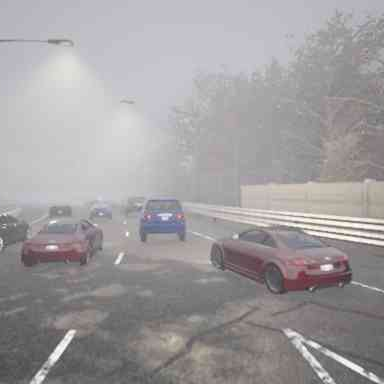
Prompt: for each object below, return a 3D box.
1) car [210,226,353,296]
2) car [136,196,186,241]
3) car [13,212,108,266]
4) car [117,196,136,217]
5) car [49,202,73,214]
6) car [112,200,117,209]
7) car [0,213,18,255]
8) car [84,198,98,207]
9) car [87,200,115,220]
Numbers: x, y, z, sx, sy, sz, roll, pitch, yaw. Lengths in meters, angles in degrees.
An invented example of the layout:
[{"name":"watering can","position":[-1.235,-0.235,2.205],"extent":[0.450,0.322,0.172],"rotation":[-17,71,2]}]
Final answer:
[{"name":"car","position":[2.127,1.618,9.026],"extent":[1.994,1.385,4.181],"rotation":[0,-1,-23]},{"name":"car","position":[-1.684,1.327,17.496],"extent":[2.150,2.045,5.566],"rotation":[0,-1,-10]},{"name":"car","position":[-4.418,1.641,11.933],"extent":[1.994,1.385,4.181],"rotation":[0,0,-7]},{"name":"car","position":[-6.075,1.439,34.441],"extent":[2.150,2.045,5.566],"rotation":[0,0,-19]},{"name":"car","position":[-12.597,1.683,32.140],"extent":[1.882,1.535,5.008],"rotation":[0,0,-18]},{"name":"car","position":[-12.080,1.855,49.018],"extent":[2.033,1.411,5.357],"rotation":[0,-1,-26]},{"name":"car","position":[-8.153,1.593,13.567],"extent":[1.837,1.490,4.892],"rotation":[0,0,-8]},{"name":"car","position":[-17.605,1.877,58.831],"extent":[1.837,1.490,4.892],"rotation":[0,0,-33]},{"name":"car","position":[-8.353,1.717,30.321],"extent":[1.812,1.442,4.674],"rotation":[0,0,-17]}]
